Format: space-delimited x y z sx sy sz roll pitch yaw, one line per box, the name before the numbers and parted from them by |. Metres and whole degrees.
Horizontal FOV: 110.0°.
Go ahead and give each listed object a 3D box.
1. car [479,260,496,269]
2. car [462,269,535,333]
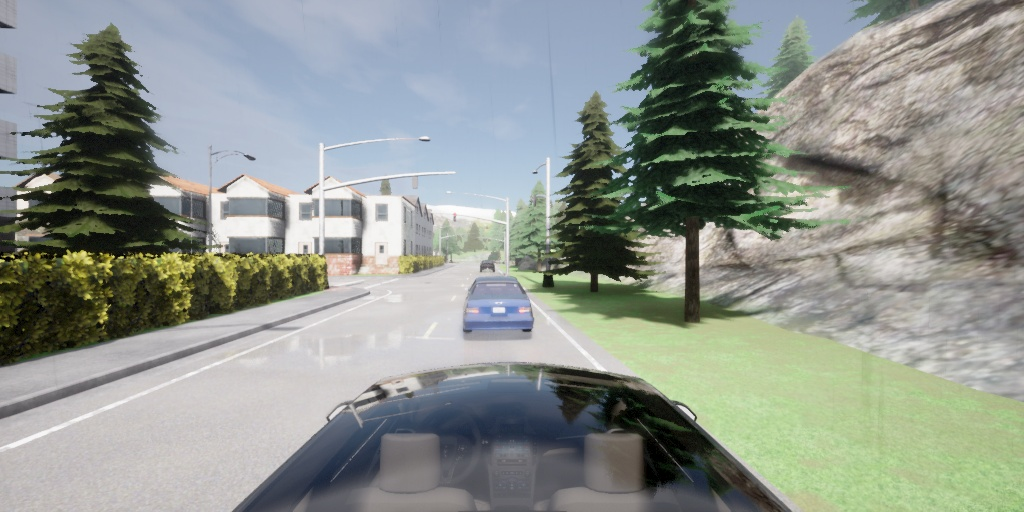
car | -3.110 1.254 45.288 1.837 1.490 4.892 0 0 -4
car | -0.478 1.297 10.777 2.033 1.411 5.357 0 0 -4
